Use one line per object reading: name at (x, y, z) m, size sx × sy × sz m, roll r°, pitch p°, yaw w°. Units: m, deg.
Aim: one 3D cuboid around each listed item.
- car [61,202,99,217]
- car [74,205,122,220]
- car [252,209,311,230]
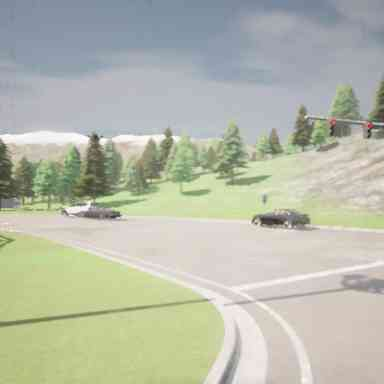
car at (-14.753, 2.305, 44.133) m, size 5.566 × 2.045 × 2.150 m, roll -1°, pitch -2°, yaw 25°
car at (-10.648, 2.482, 38.293) m, size 5.357 × 1.411 × 2.033 m, roll -1°, pitch -2°, yaw 29°
car at (7.016, 2.103, 26.541) m, size 2.128 × 1.511 × 4.902 m, roll 1°, pitch -2°, yaw -40°
